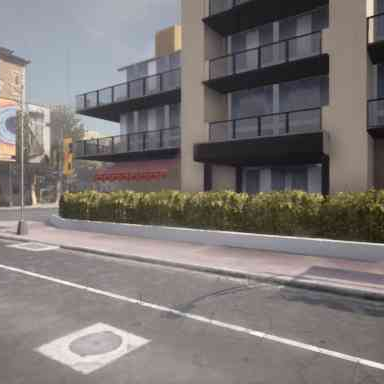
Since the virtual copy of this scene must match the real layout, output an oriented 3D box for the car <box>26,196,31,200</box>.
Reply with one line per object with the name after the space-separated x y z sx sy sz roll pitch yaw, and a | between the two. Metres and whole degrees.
-36.662 1.480 72.073 4.892 1.521 2.231 0 0 35 | car
